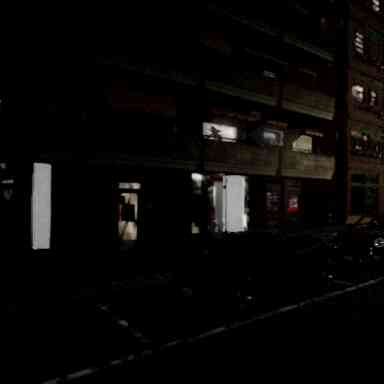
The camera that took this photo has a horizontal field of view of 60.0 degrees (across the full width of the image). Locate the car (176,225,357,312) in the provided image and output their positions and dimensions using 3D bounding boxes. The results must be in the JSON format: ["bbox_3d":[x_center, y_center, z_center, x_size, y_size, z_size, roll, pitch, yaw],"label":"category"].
[{"bbox_3d":[1.688,1.566,7.753,4.313,1.339,1.947,0,1,-36],"label":"car"}]

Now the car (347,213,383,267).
[{"bbox_3d":[6.297,1.440,11.041,4.097,1.590,1.967,0,1,-36],"label":"car"}]
